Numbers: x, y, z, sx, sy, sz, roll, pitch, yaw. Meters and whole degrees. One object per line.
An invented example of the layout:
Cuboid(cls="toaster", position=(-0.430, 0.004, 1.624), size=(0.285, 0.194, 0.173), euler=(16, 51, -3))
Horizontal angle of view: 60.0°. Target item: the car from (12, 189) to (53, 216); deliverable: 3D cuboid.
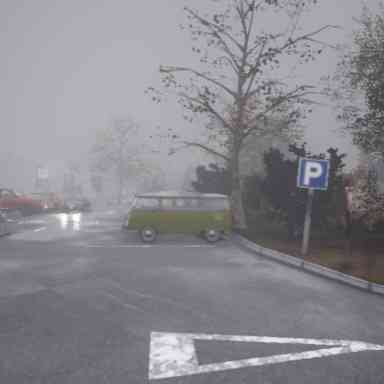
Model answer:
Cuboid(cls="car", position=(-14.069, 0.733, 25.408), size=(5.566, 2.045, 2.435), euler=(1, 0, -6))

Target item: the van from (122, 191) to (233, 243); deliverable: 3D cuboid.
Cuboid(cls="van", position=(-0.661, 1.013, 13.962), size=(4.442, 1.987, 1.878), euler=(1, 0, -6))

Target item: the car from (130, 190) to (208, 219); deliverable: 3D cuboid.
Cuboid(cls="car", position=(-1.750, 0.921, 25.083), size=(5.566, 2.045, 2.435), euler=(1, 0, -6))

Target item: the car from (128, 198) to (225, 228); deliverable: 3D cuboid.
Cuboid(cls="car", position=(-0.938, 1.194, 19.421), size=(5.366, 1.575, 1.946), euler=(1, 0, -6))

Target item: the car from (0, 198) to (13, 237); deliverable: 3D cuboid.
Cuboid(cls="car", position=(-8.461, 1.149, 12.402), size=(1.837, 1.490, 4.892), euler=(0, 1, -14))

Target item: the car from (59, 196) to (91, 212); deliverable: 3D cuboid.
Cuboid(cls="car", position=(-10.831, 1.107, 31.517), size=(2.128, 1.511, 4.902), euler=(1, 0, -6))

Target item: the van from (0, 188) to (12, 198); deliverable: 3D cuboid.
Cuboid(cls="van", position=(-13.323, 0.776, 19.260), size=(4.442, 1.987, 1.878), euler=(1, 0, -6))

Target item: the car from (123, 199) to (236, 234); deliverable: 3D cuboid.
Cuboid(cls="car", position=(-0.658, 1.213, 16.774), size=(5.366, 1.575, 1.946), euler=(1, 0, -6))

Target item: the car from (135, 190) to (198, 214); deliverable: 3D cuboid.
Cuboid(cls="car", position=(-2.350, 0.934, 30.513), size=(5.566, 2.045, 2.435), euler=(1, 0, -6))

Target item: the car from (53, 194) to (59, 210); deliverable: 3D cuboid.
Cuboid(cls="car", position=(-14.418, 0.993, 28.305), size=(5.008, 1.535, 2.097), euler=(1, 0, -6))
